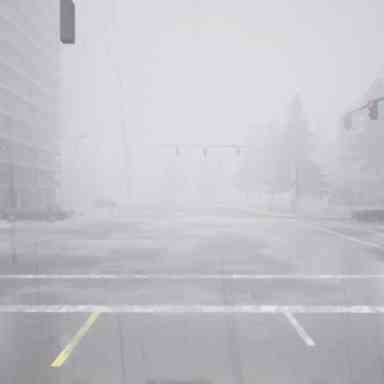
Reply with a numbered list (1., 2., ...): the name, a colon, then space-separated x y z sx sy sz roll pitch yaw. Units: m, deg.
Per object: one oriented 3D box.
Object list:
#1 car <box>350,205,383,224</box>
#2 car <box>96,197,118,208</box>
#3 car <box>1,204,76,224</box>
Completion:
1. car: 14.042 1.592 23.914 4.718 1.301 1.895 0 0 0
2. car: -12.143 1.418 46.968 2.033 1.411 5.357 0 0 -31
3. car: -11.073 1.554 24.083 4.718 1.301 1.895 0 0 0
